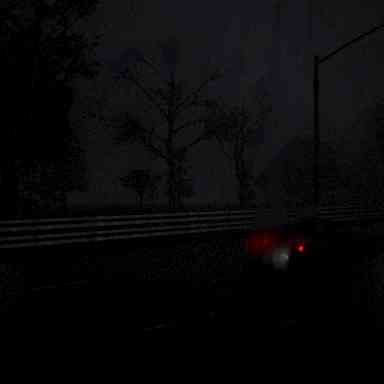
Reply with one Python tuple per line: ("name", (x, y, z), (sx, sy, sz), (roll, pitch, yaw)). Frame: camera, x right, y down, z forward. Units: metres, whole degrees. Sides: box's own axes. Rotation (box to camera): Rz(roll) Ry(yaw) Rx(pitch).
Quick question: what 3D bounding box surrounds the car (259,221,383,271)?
("car", (4.539, 1.601, 10.962), (4.718, 1.301, 1.895), (0, 0, -34))
